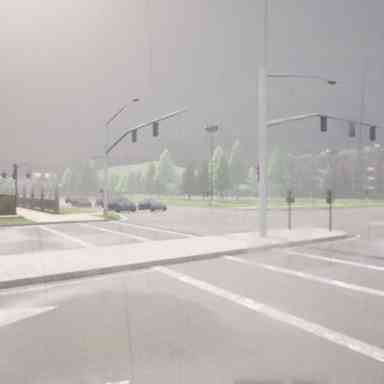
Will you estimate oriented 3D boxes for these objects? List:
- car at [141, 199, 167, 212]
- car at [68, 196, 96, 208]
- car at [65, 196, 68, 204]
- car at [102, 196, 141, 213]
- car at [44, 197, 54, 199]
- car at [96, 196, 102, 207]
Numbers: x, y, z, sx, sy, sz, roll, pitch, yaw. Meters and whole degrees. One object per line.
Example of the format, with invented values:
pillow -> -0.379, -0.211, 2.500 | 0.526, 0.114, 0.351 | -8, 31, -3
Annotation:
car -> -4.692, 1.532, 38.745 | 1.812, 1.442, 4.674 | 0, 0, -36
car -> -16.061, 1.507, 48.417 | 1.837, 1.490, 4.892 | 0, 1, -36
car -> -23.095, 1.499, 64.161 | 2.128, 1.511, 4.902 | 0, 0, -36
car -> -7.940, 1.357, 37.189 | 2.097, 1.767, 4.553 | 0, 0, -35
car -> -27.249, 1.607, 63.929 | 1.895, 1.301, 4.718 | 0, 0, -36
car -> -12.770, 1.358, 49.846 | 2.097, 1.767, 4.553 | 0, 0, -36
